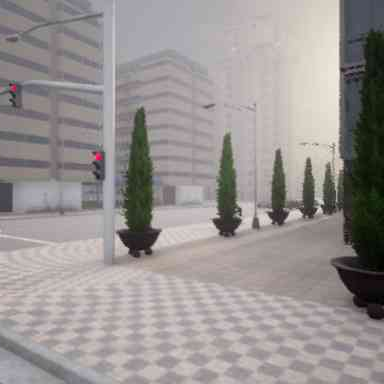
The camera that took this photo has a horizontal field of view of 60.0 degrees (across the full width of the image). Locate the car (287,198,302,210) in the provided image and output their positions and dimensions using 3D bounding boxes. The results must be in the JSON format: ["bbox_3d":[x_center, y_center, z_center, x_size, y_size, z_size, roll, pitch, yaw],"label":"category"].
[{"bbox_3d":[13.193,1.584,45.444,2.128,1.511,4.902,0,0,36],"label":"car"}]

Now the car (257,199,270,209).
[{"bbox_3d":[10.972,1.665,48.285,1.994,1.385,4.181,0,0,36],"label":"car"}]

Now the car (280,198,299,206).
[{"bbox_3d":[16.725,1.702,56.804,1.895,1.301,4.718,0,0,32],"label":"car"}]

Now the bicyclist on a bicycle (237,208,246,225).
[{"bbox_3d":[2.859,1.382,22.394,1.656,1.620,0.582,-1,0,35],"label":"bicyclist on a bicycle"}]

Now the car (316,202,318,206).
[{"bbox_3d":[18.586,1.640,53.184,2.033,1.411,5.357,0,0,35],"label":"car"}]
